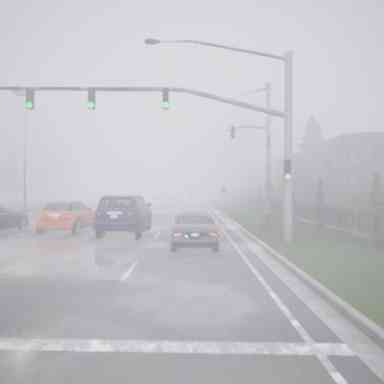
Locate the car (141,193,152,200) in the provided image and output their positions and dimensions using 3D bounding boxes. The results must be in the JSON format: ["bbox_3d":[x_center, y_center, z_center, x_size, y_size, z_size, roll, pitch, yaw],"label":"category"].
[{"bbox_3d":[-10.482,0.991,77.604,1.882,1.535,5.008,0,0,0],"label":"car"}]

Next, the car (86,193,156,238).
[{"bbox_3d":[-3.395,1.150,17.176,2.150,2.045,5.566,0,0,0],"label":"car"}]

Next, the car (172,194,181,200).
[{"bbox_3d":[-3.482,1.108,77.633,1.895,1.301,4.718,0,0,0],"label":"car"}]

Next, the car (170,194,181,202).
[{"bbox_3d":[-3.484,1.200,67.183,1.882,1.535,5.008,0,0,0],"label":"car"}]

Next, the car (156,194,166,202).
[{"bbox_3d":[-6.984,1.321,67.631,1.895,1.301,4.718,0,0,0],"label":"car"}]

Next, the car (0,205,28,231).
[{"bbox_3d":[-10.396,1.420,17.331,2.128,1.511,4.902,0,0,0],"label":"car"}]

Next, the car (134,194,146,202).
[{"bbox_3d":[-10.484,1.244,67.602,1.812,1.442,4.674,0,0,0],"label":"car"}]

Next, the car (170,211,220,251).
[{"bbox_3d":[0.103,1.490,13.742,2.033,1.411,5.357,0,0,0],"label":"car"}]

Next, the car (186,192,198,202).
[{"bbox_3d":[0.016,0.945,67.211,2.150,2.045,5.566,0,0,0],"label":"car"}]

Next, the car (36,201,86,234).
[{"bbox_3d":[-6.895,1.274,18.824,2.097,1.767,4.553,0,0,0],"label":"car"}]
